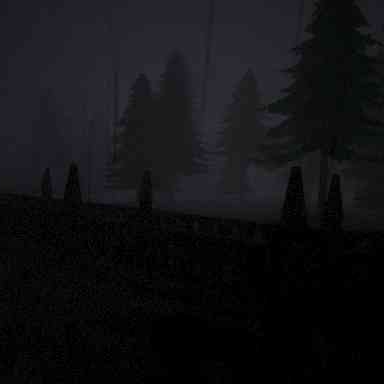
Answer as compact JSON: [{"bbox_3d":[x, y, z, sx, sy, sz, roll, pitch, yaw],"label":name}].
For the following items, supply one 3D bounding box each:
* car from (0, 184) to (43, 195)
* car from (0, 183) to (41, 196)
[{"bbox_3d":[-21.336,-0.292,41.428,1.895,1.301,4.718,4,2,37],"label":"car"},{"bbox_3d":[-20.064,-0.216,37.323,2.128,1.511,4.902,4,2,37],"label":"car"}]
